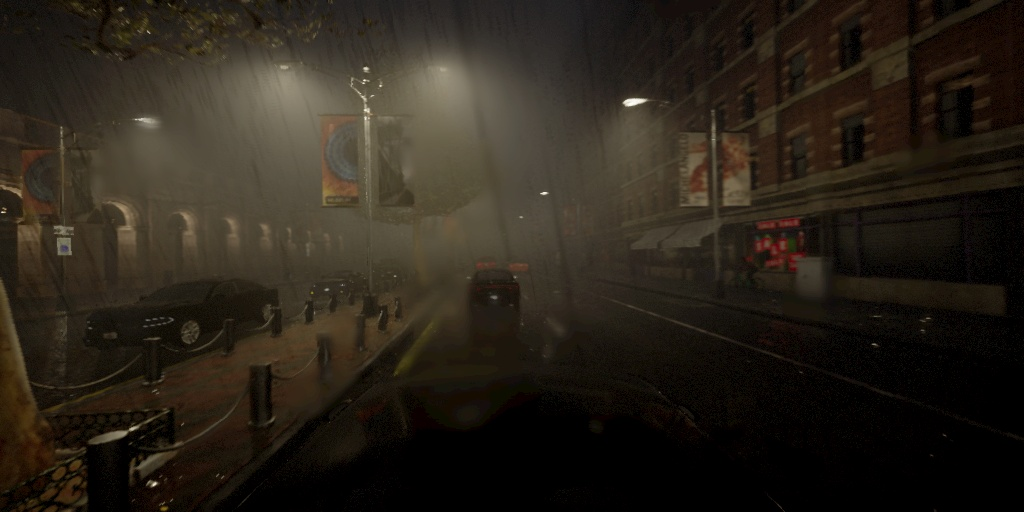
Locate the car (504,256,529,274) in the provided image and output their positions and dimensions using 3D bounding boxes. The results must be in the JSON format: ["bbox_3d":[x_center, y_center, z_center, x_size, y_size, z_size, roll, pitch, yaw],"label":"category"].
[{"bbox_3d":[0.621,1.080,40.109,2.097,1.767,4.553,-1,0,-4],"label":"car"}]

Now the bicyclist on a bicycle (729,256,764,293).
[{"bbox_3d":[10.327,0.833,15.793,1.656,1.620,0.582,0,0,-4],"label":"bicyclist on a bicycle"}]

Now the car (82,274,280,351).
[{"bbox_3d":[-8.654,1.404,10.024,1.882,1.535,5.008,-1,0,-4],"label":"car"}]

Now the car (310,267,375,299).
[{"bbox_3d":[-9.425,1.504,19.934,1.994,1.385,4.181,-1,0,-4],"label":"car"}]

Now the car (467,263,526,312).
[{"bbox_3d":[-0.769,1.240,14.477,1.882,1.535,5.008,-1,0,-5],"label":"car"}]

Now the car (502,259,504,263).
[{"bbox_3d":[-0.154,0.964,50.008,2.150,2.045,5.566,-1,0,-4],"label":"car"}]

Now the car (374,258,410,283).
[{"bbox_3d":[-10.255,1.176,30.612,2.150,2.045,5.566,-1,0,-4],"label":"car"}]

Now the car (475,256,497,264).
[{"bbox_3d":[-2.909,1.024,40.394,2.150,2.045,5.566,-1,0,-4],"label":"car"}]
